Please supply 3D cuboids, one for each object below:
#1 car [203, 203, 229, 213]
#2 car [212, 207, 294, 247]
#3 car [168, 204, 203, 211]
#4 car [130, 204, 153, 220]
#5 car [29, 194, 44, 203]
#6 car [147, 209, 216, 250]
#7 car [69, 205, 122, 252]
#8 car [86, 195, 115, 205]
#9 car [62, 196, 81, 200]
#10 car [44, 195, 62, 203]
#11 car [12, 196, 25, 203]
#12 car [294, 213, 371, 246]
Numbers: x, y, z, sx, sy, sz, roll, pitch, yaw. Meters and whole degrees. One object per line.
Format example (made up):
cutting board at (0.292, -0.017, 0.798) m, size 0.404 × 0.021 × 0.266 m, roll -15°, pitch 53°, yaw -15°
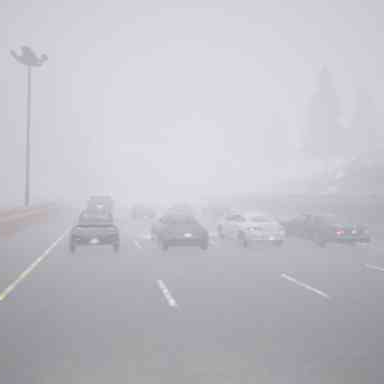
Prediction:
car at (2.311, 1.765, 31.258) m, size 1.837 × 1.490 × 4.892 m, roll 1°, pitch 0°, yaw -14°
car at (2.706, 1.680, 15.941) m, size 1.812 × 1.442 × 4.674 m, roll 1°, pitch 0°, yaw -14°
car at (-0.998, 1.747, 30.064) m, size 2.033 × 1.411 × 5.357 m, roll 1°, pitch 0°, yaw -15°
car at (-4.413, 1.745, 29.290) m, size 1.895 × 1.301 × 4.718 m, roll 1°, pitch 0°, yaw -15°
car at (-31.034, 1.379, 67.684) m, size 2.097 × 1.767 × 4.553 m, roll 1°, pitch 0°, yaw -2°
car at (-0.659, 1.662, 14.961) m, size 1.994 × 1.385 × 4.181 m, roll 1°, pitch 0°, yaw -14°
car at (-4.042, 1.534, 14.078) m, size 2.128 × 1.511 × 4.902 m, roll 1°, pitch 0°, yaw -15°
car at (-7.773, 1.304, 28.327) m, size 2.150 × 2.045 × 5.566 m, roll 1°, pitch 0°, yaw -15°
car at (-24.029, 1.601, 67.357) m, size 1.882 × 1.535 × 5.008 m, roll 1°, pitch 0°, yaw -2°
car at (-27.538, 1.600, 67.505) m, size 2.128 × 1.511 × 4.902 m, roll 1°, pitch 0°, yaw -2°
car at (-34.534, 1.511, 67.801) m, size 2.033 × 1.411 × 5.357 m, roll 1°, pitch 0°, yaw -2°
car at (6.189, 1.756, 16.441) m, size 2.033 × 1.411 × 5.357 m, roll 1°, pitch 0°, yaw -15°
